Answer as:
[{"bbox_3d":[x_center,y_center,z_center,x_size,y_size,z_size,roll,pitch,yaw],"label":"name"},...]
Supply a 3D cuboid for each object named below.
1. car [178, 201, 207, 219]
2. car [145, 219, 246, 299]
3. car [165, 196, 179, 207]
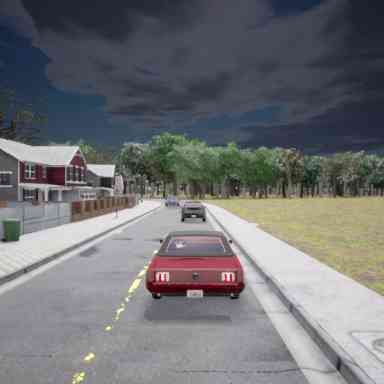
[{"bbox_3d":[0.112,1.500,26.434,1.837,1.490,4.892,0,0,0],"label":"car"},{"bbox_3d":[0.099,1.600,8.386,1.895,1.301,4.718,0,0,1],"label":"car"},{"bbox_3d":[-2.959,1.339,50.117,2.097,1.767,4.553,0,0,-2],"label":"car"}]
